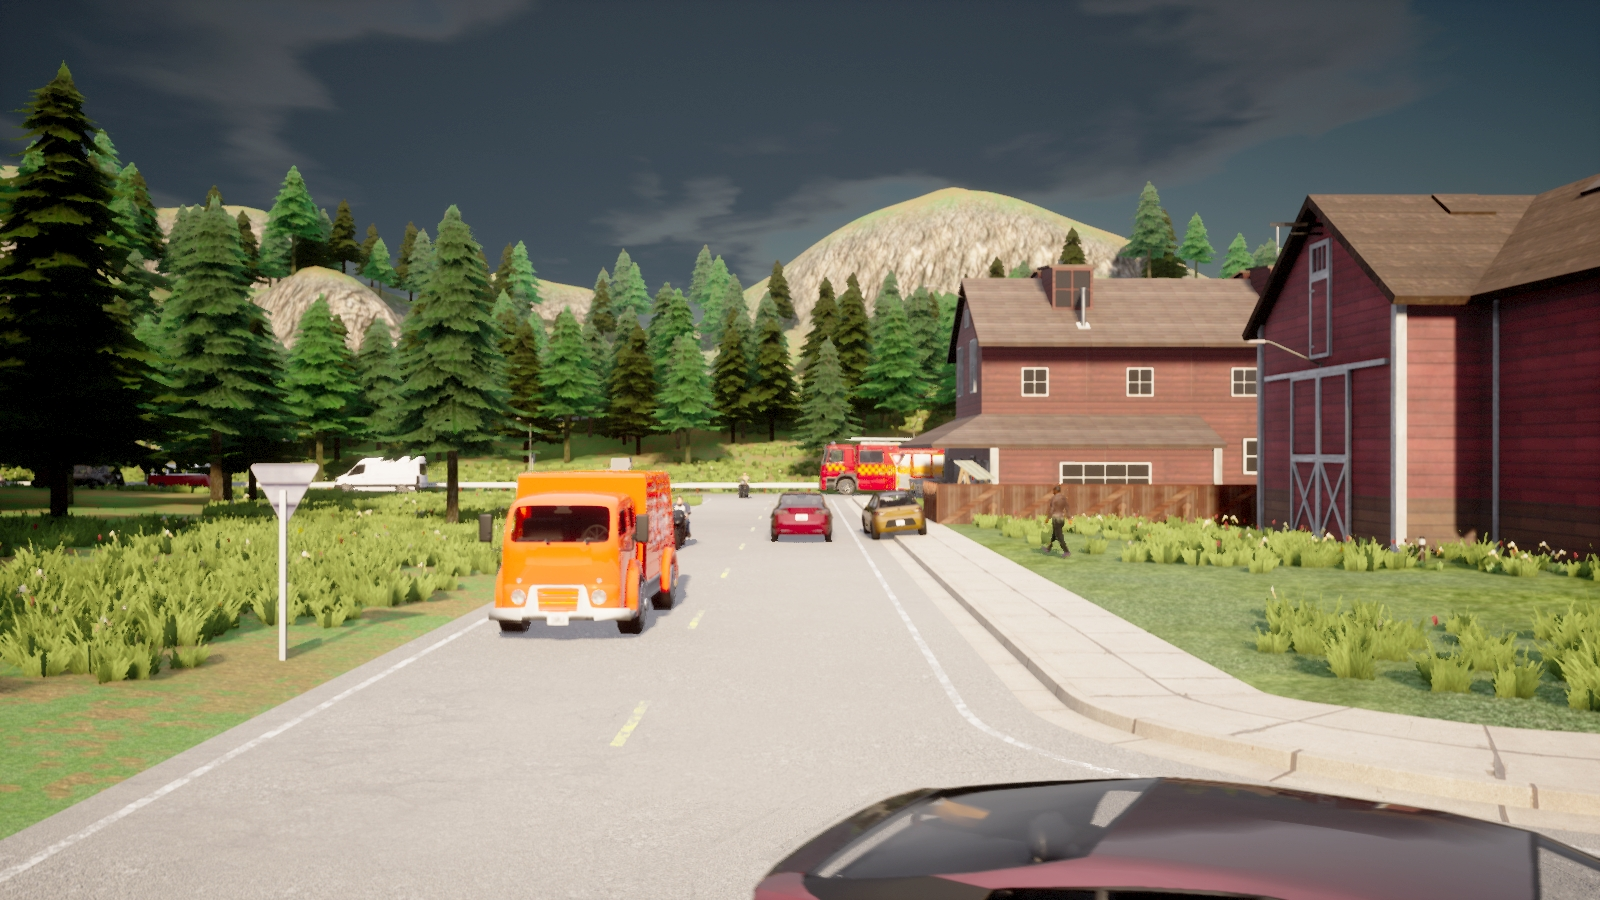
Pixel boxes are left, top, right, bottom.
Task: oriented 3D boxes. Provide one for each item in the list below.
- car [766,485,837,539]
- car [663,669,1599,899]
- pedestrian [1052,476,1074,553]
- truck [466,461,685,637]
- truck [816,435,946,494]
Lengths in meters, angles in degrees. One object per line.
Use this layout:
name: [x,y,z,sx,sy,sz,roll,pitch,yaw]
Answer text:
car: [0.053,1.966,37.218,2.163,1.488,4.792,0,0,0]
car: [1.975,1.861,3.641,4.514,1.525,2.007,0,1,32]
pedestrian: [6.468,1.588,28.136,0.375,1.860,0.375,0,0,-30]
truck: [-3.476,1.443,18.954,2.627,2.467,5.204,0,0,0]
truck: [5.322,0.976,76.214,8.468,3.827,2.891,0,0,-1]
